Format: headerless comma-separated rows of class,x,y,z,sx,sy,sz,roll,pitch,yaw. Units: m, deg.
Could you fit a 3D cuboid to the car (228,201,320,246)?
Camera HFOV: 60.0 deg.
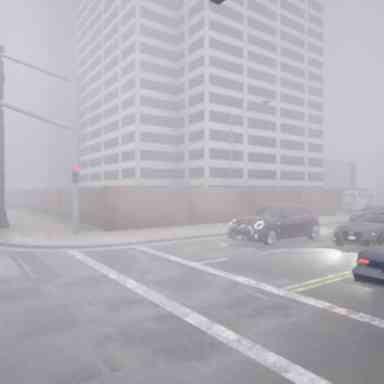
car,3.809,1.341,15.302,4.553,1.767,2.097,0,0,-36

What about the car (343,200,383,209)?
car,11.918,1.484,21.060,4.892,1.490,1.837,0,0,-35

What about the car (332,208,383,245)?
car,7.689,1.551,13.768,4.181,1.385,1.994,0,0,-35

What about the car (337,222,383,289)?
car,6.024,1.538,8.043,5.357,1.411,2.033,0,0,-36
